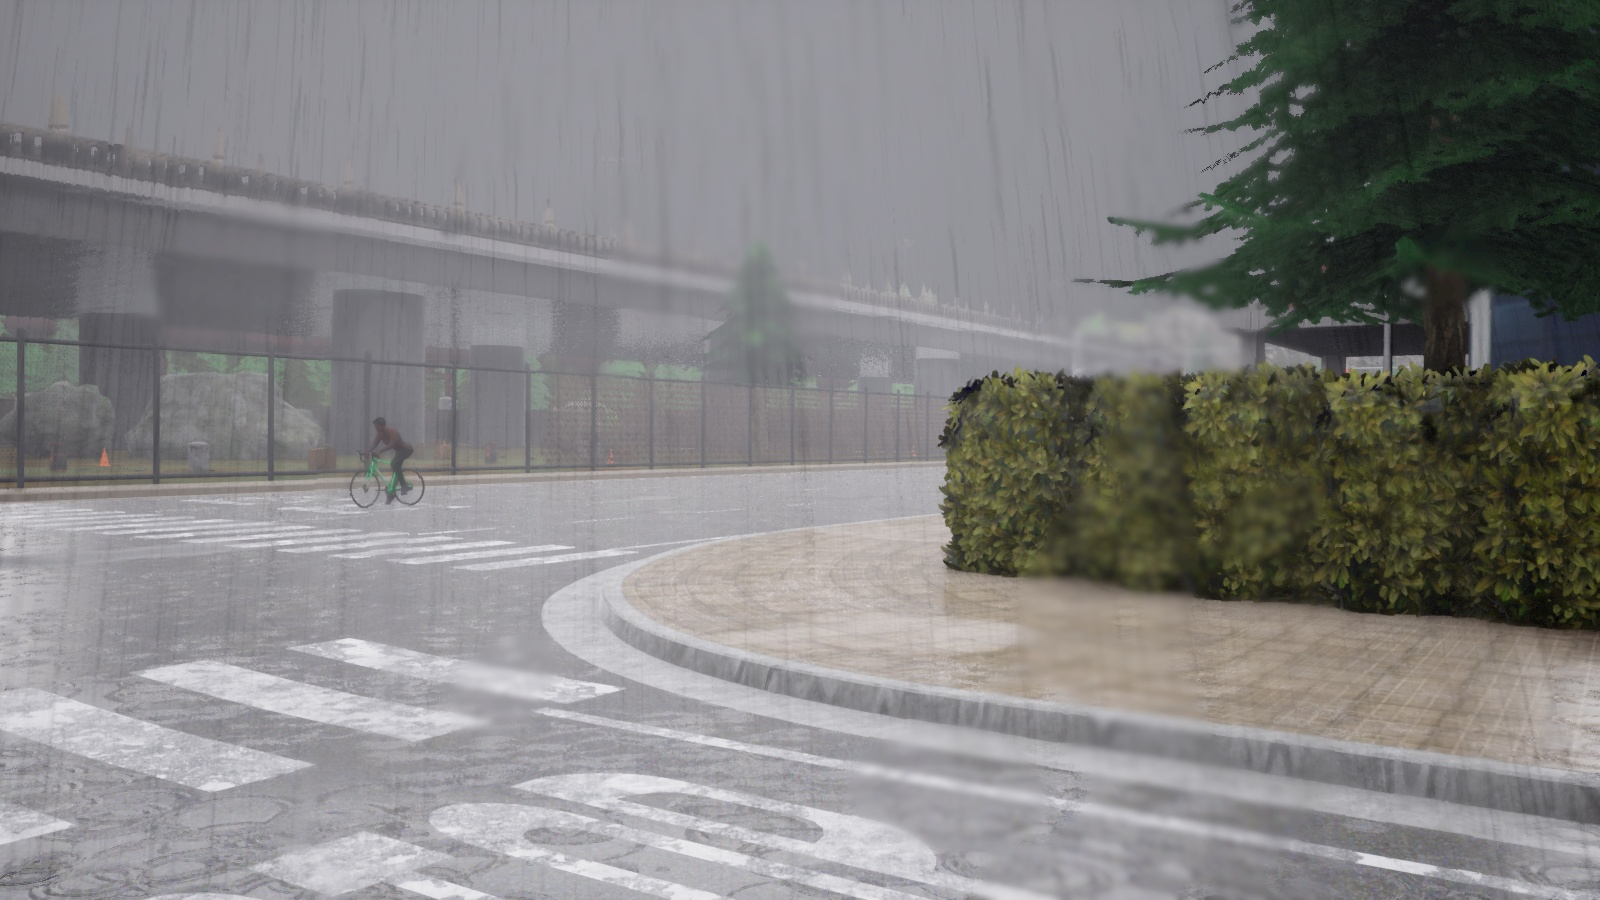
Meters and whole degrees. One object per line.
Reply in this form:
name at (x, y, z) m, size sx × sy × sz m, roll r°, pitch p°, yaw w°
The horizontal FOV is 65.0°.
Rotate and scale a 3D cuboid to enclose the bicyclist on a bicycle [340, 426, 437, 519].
bicyclist on a bicycle at (-7.515, 0.383, 22.973) m, size 0.582 × 1.620 × 1.656 m, roll 0°, pitch 1°, yaw 33°
